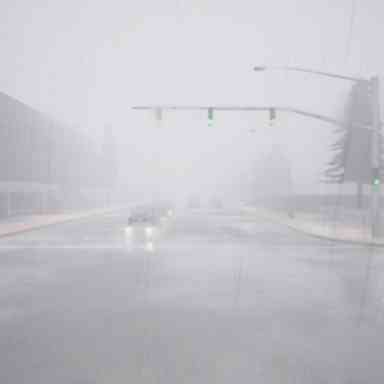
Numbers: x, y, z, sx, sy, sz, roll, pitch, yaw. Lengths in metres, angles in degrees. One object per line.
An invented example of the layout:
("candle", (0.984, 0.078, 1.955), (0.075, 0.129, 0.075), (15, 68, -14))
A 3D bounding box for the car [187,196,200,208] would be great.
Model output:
("car", (0.237, 1.769, 53.375), (1.837, 1.490, 4.892), (0, 0, 0))

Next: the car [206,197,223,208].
("car", (3.739, 1.616, 53.504), (2.097, 1.767, 4.553), (0, 0, 0))

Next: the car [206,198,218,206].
("car", (3.816, 1.877, 63.412), (1.994, 1.385, 4.181), (0, 0, 0))

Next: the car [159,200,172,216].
("car", (-3.473, 1.650, 34.597), (1.882, 1.535, 5.008), (0, 0, 1))

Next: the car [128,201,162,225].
("car", (-3.572, 1.652, 25.205), (1.812, 1.442, 4.674), (0, 0, 0))

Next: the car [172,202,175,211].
("car", (-3.332, 1.785, 44.478), (1.994, 1.385, 4.181), (0, 0, 0))
